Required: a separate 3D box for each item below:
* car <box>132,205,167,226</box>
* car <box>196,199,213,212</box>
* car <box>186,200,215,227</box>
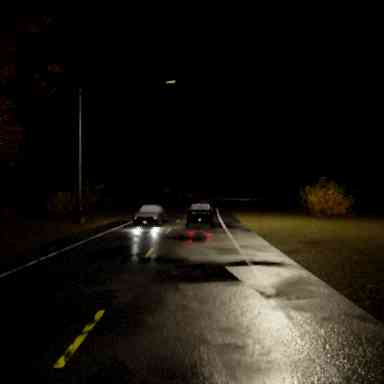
[{"bbox_3d":[-3.015,1.643,24.787,2.033,1.411,5.357,0,0,3],"label":"car"},{"bbox_3d":[1.677,1.718,43.687,2.033,1.411,5.357,0,0,4],"label":"car"},{"bbox_3d":[0.596,1.585,23.690,2.128,1.511,4.902,0,0,2],"label":"car"}]
